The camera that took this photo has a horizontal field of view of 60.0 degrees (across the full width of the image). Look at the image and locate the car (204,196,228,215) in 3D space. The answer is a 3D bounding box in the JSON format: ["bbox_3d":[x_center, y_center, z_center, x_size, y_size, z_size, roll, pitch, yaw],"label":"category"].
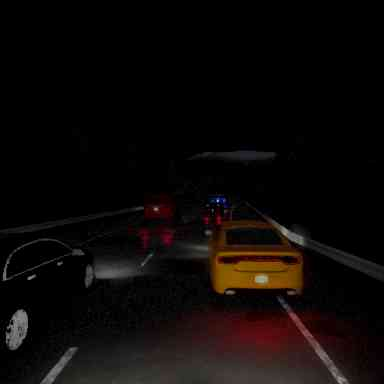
[{"bbox_3d":[2.316,1.495,33.962,2.128,1.511,4.902,0,0,8],"label":"car"}]

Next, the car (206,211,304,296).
[{"bbox_3d":[1.392,1.479,8.696,1.882,1.535,5.008,0,0,2],"label":"car"}]

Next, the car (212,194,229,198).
[{"bbox_3d":[3.668,1.226,44.325,2.150,2.045,5.566,0,0,8],"label":"car"}]

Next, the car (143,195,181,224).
[{"bbox_3d":[-2.149,1.227,24.914,2.150,2.045,5.566,0,0,5],"label":"car"}]

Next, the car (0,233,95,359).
[{"bbox_3d":[-3.253,1.507,5.968,1.837,1.490,4.892,0,0,1],"label":"car"}]
